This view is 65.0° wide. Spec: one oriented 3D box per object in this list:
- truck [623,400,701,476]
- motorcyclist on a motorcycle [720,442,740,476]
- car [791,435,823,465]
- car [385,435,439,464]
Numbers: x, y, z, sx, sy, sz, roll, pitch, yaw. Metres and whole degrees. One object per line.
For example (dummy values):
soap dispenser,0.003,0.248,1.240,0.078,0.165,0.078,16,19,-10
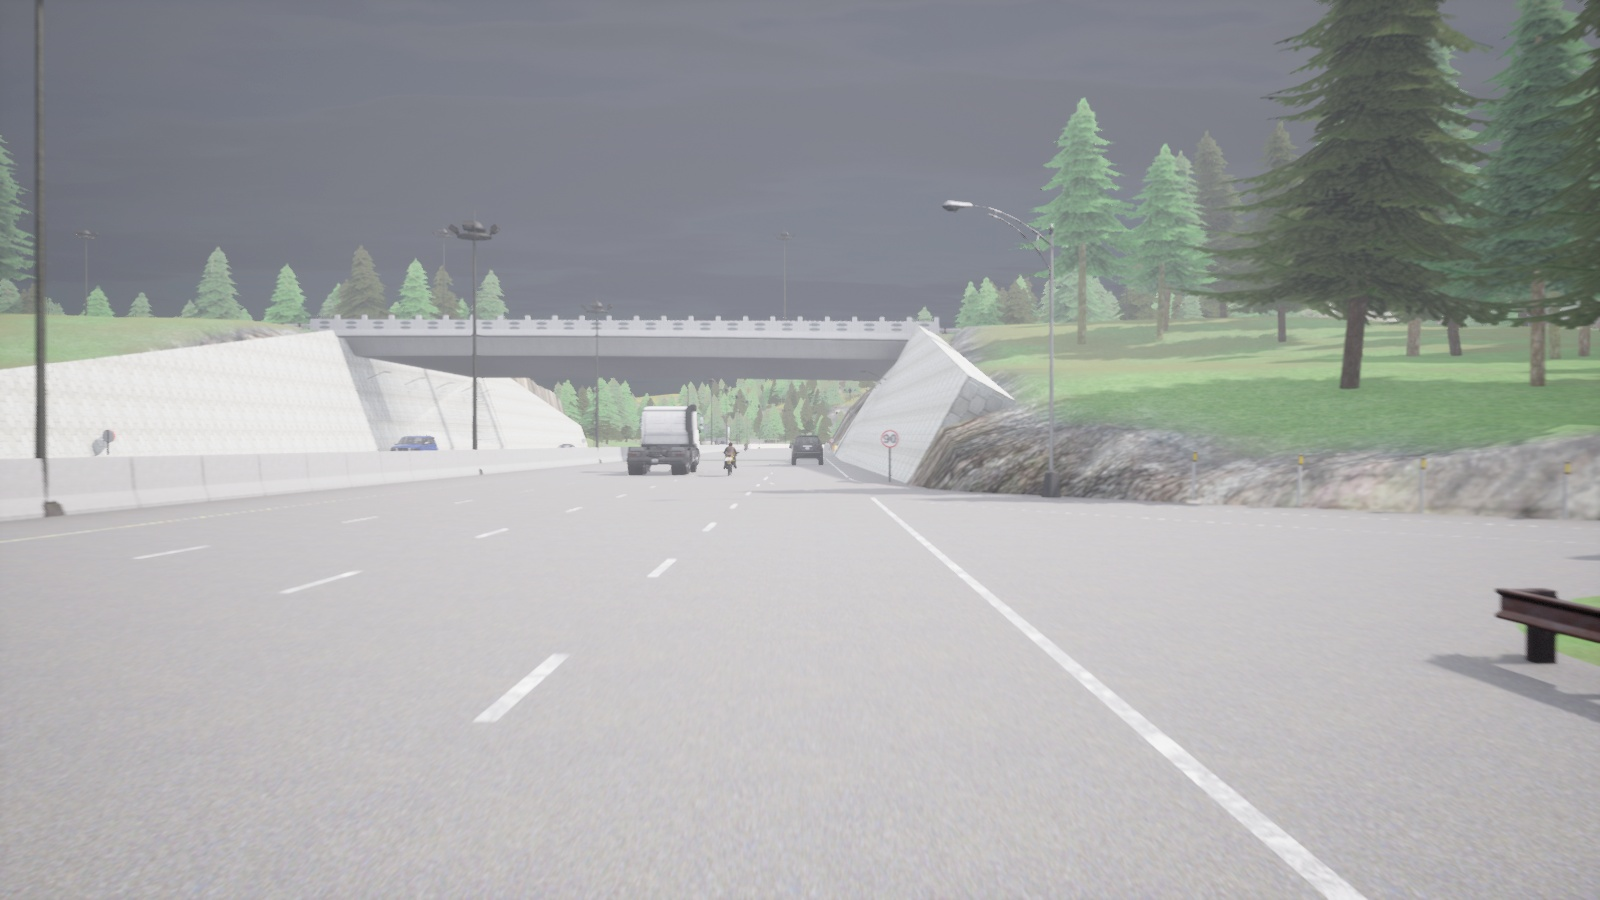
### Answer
truck,-6.635,-0.582,61.315,2.891,3.462,7.936,0,0,0
motorcyclist on a motorcycle,-3.162,0.408,56.853,0.797,1.523,2.044,0,0,0
car,0.510,-0.019,87.052,2.150,2.045,5.566,0,0,0
car,-27.478,-0.053,89.125,2.150,2.045,5.566,0,0,0
